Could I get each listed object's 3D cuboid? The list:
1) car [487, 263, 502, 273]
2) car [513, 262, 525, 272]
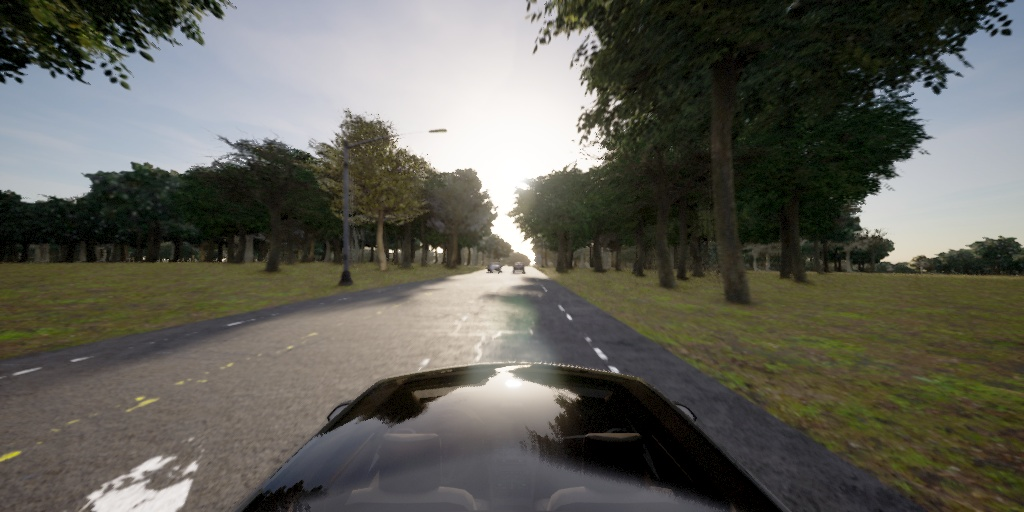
[{"bbox_3d":[-2.579,1.726,53.471,2.128,1.511,4.902,0,-1,3],"label":"car"},{"bbox_3d":[1.082,1.731,56.765,2.128,1.511,4.902,0,-1,1],"label":"car"}]
